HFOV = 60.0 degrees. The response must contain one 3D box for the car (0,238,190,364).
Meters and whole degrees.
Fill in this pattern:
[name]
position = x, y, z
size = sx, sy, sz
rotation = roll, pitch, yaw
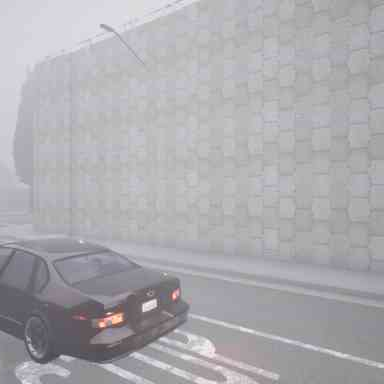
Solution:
[car]
position = -2.611, 1.547, 5.841
size = 5.357, 1.411, 2.033
rotation = 0, 0, 35
